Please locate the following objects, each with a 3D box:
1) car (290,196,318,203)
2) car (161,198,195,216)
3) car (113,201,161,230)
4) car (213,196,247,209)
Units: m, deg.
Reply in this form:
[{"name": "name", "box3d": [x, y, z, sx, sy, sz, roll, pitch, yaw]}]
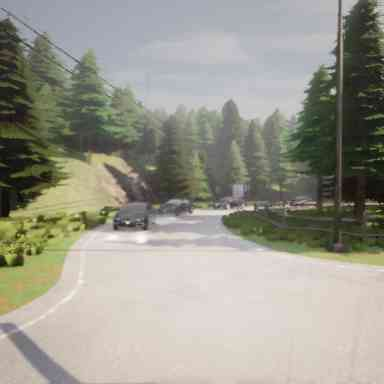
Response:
[{"name": "car", "box3d": [14.619, 1.296, 42.856, 4.892, 1.490, 1.837, 0, 0, -39]}, {"name": "car", "box3d": [-1.271, 1.280, 29.316, 1.812, 1.442, 4.674, 1, 1, 23]}, {"name": "car", "box3d": [-3.238, 1.324, 19.602, 1.837, 1.490, 4.892, 1, 0, 2]}, {"name": "car", "box3d": [4.370, 1.225, 37.986, 2.128, 1.511, 4.902, 1, 1, 44]}]
